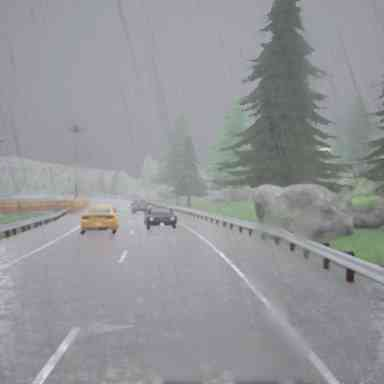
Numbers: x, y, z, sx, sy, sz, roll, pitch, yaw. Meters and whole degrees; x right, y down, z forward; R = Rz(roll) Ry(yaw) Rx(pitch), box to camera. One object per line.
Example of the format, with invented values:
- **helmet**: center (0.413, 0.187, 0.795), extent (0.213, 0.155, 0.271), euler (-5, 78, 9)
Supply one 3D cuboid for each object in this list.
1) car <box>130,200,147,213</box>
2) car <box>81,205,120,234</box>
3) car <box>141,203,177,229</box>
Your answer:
- **car**: center (-5.918, 1.631, 37.690), extent (2.033, 1.411, 5.357), euler (0, 0, -15)
- **car**: center (-5.369, 1.529, 19.833), extent (1.882, 1.535, 5.008), euler (0, 0, -10)
- **car**: center (-2.188, 1.646, 22.028), extent (1.895, 1.301, 4.718), euler (0, 0, -10)
